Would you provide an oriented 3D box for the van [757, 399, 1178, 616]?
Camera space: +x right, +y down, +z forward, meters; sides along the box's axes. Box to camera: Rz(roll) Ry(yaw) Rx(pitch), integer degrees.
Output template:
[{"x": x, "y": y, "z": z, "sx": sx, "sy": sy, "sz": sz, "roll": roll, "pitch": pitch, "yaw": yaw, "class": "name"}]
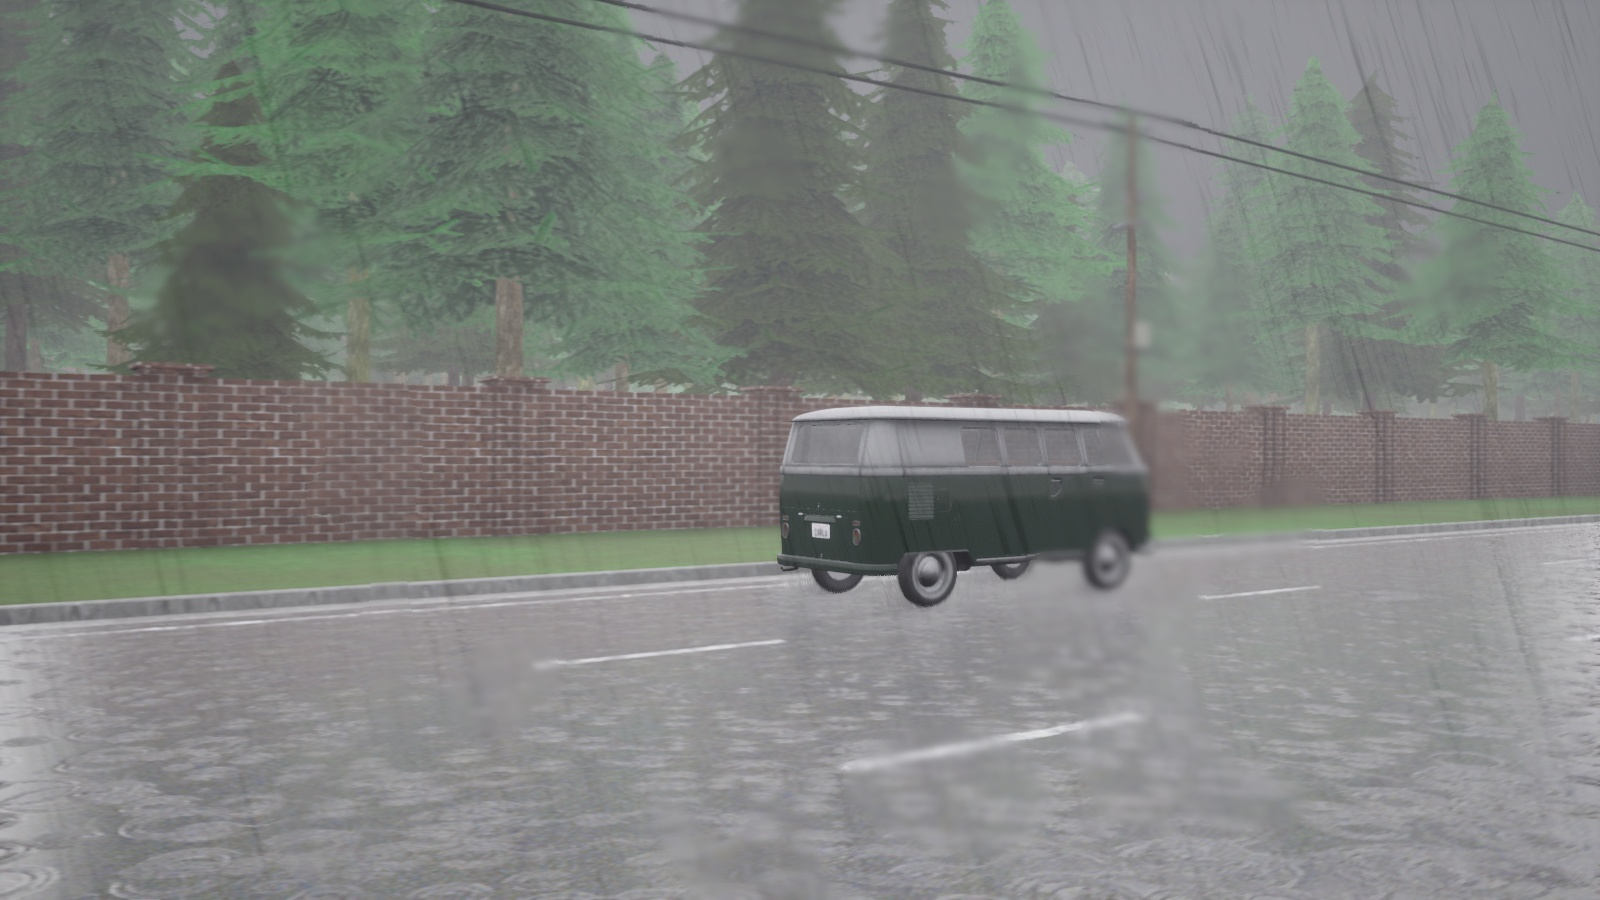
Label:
[{"x": 1.891, "y": 0.527, "z": 13.504, "sx": 4.442, "sy": 1.987, "sz": 1.775, "roll": 0, "pitch": 0, "yaw": -35, "class": "van"}]
